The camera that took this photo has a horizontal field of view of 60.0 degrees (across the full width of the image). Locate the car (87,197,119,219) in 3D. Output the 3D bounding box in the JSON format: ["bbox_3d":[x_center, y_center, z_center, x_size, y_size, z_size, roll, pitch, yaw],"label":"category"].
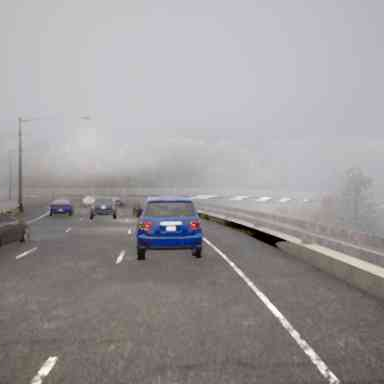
[{"bbox_3d":[-7.689,1.280,28.787,2.097,1.767,4.553,0,0,-15],"label":"car"}]

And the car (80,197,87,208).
[{"bbox_3d":[-14.612,1.417,47.063,1.812,1.442,4.674,0,0,-25],"label":"car"}]

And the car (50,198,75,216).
[{"bbox_3d":[-12.203,1.414,31.394,1.882,1.535,5.008,0,0,-17],"label":"car"}]

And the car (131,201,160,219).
[{"bbox_3d":[-4.188,1.514,29.458,1.895,1.301,4.718,0,0,-16],"label":"car"}]

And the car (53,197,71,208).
[{"bbox_3d":[-18.109,1.471,46.225,1.994,1.385,4.181,0,0,-26],"label":"car"}]

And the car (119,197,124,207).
[{"bbox_3d":[-11.079,1.401,47.769,1.812,1.442,4.674,0,0,-25],"label":"car"}]

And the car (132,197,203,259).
[{"bbox_3d":[-0.937,1.181,12.728,2.150,2.045,5.566,0,0,-6],"label":"car"}]

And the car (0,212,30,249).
[{"bbox_3d":[-7.973,1.489,13.012,1.837,1.490,4.892,0,0,-8],"label":"car"}]
